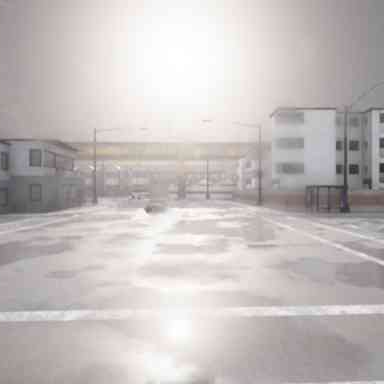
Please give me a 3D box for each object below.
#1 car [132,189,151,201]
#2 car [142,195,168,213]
[{"bbox_3d":[-8.880,0.448,58.408,2.150,2.045,5.566,1,1,-28],"label":"car"},{"bbox_3d":[-3.568,1.385,34.034,1.837,1.490,4.892,2,2,2],"label":"car"}]
